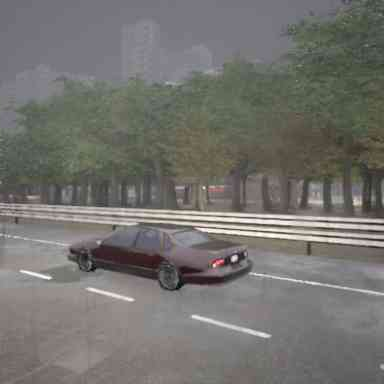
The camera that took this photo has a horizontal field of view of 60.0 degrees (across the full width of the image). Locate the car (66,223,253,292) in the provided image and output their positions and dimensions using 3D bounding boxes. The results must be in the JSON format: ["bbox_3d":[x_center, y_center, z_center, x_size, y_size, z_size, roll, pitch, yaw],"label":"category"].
[{"bbox_3d":[-1.094,1.549,8.950,5.357,1.411,2.033,0,0,36],"label":"car"}]
